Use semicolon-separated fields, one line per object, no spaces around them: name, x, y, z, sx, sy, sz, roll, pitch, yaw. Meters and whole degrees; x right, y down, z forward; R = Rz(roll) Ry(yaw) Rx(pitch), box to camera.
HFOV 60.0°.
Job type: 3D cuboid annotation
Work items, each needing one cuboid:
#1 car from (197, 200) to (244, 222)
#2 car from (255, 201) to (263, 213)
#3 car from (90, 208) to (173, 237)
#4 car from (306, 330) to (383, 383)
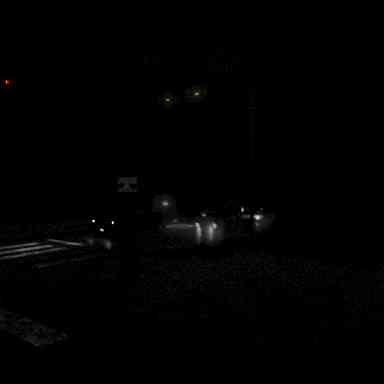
car;2.282;1.393;25.819;2.128;1.511;4.902;0;0;35
car;8.151;1.349;34.072;2.128;1.511;4.902;0;0;36
car;-3.162;1.543;18.152;1.895;1.301;4.718;0;0;35
car;2.766;1.314;0.835;5.009;1.841;2.192;0;0;35
